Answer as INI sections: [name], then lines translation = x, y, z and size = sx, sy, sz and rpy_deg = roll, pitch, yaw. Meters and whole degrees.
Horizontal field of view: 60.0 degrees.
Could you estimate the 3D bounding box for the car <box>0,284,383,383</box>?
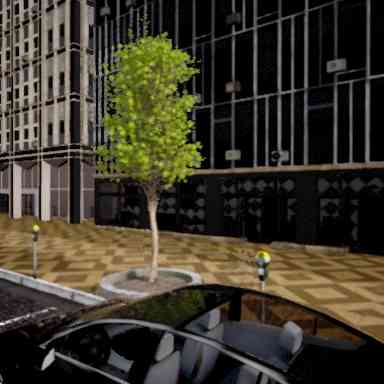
[car]
translation = -0.141, 1.557, 2.981
size = 4.313, 1.339, 1.947
rpy_deg = 0, 0, 36
